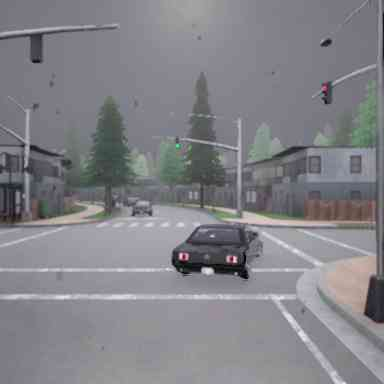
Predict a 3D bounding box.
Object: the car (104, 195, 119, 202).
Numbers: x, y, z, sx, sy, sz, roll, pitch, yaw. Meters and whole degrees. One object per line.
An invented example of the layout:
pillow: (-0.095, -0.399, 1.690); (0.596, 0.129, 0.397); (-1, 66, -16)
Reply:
car: (-16.591, 1.437, 69.708); (1.812, 1.442, 4.674); (0, 0, -45)

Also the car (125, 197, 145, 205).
car: (-10.626, 1.632, 61.618); (1.994, 1.385, 4.181); (0, 0, -36)

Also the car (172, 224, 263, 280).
car: (1.013, 1.613, 10.166); (1.895, 1.301, 4.718); (0, 0, 16)

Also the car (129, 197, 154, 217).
car: (-4.747, 1.545, 32.116); (1.812, 1.442, 4.674); (0, 0, -6)

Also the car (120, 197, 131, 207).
car: (-9.397, 1.555, 51.159); (1.837, 1.490, 4.892); (0, 0, -23)
